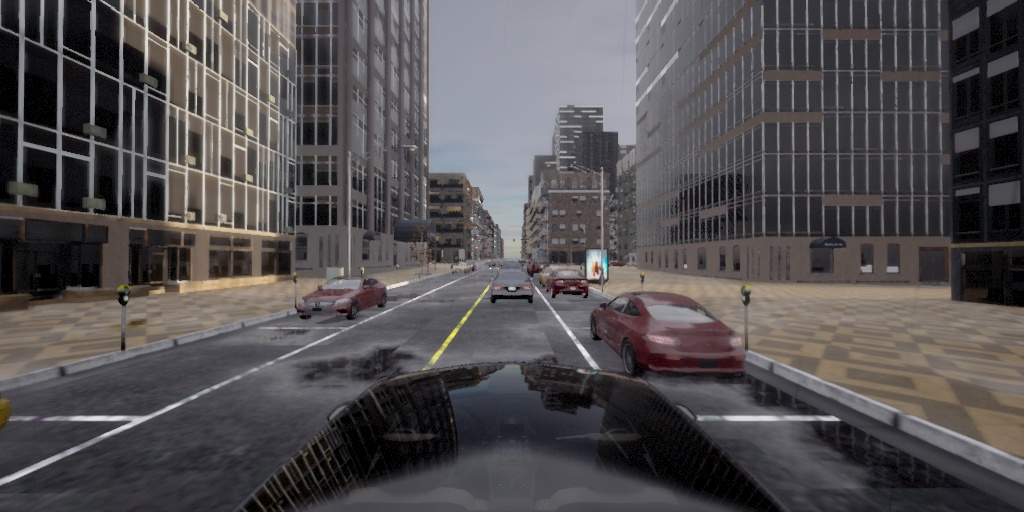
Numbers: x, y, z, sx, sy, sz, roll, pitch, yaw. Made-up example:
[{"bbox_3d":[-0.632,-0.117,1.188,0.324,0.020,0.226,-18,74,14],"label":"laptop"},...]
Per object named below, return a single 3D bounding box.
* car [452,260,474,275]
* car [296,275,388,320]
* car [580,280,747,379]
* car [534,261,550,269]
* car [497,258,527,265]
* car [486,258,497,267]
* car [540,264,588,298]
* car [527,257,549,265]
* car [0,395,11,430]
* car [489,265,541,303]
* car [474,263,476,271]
[{"bbox_3d":[-5.690,1.282,40.180,1.751,1.417,4.829,0,0,0],"label":"car"},{"bbox_3d":[-5.690,1.332,12.551,1.802,1.307,4.207,0,0,0],"label":"car"},{"bbox_3d":[2.691,1.331,6.992,1.802,1.307,4.207,0,0,0],"label":"car"},{"bbox_3d":[2.691,1.278,23.840,1.751,1.417,4.829,0,0,0],"label":"car"},{"bbox_3d":[0.000,1.122,31.471,2.097,1.767,4.553,0,0,0],"label":"car"},{"bbox_3d":[-3.000,1.364,62.501,1.994,1.385,4.181,0,0,0],"label":"car"},{"bbox_3d":[2.691,1.296,18.111,1.888,1.381,4.507,0,0,0],"label":"car"},{"bbox_3d":[2.691,1.070,34.788,2.192,1.841,5.009,0,0,0],"label":"car"},{"bbox_3d":[-5.690,1.273,1.262,1.751,1.417,4.829,0,0,0],"label":"car"},{"bbox_3d":[0.000,1.315,16.500,2.033,1.411,5.357,0,0,0],"label":"car"},{"bbox_3d":[-5.690,1.198,45.909,1.967,1.591,4.097,0,0,0],"label":"car"}]
